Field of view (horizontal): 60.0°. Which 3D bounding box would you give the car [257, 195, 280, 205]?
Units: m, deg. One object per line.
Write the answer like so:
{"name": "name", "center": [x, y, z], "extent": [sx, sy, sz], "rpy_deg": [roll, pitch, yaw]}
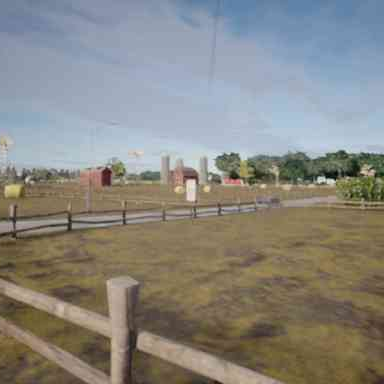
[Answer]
{"name": "car", "center": [11.865, 1.182, 51.439], "extent": [2.033, 1.411, 5.357], "rpy_deg": [1, 1, 36]}
